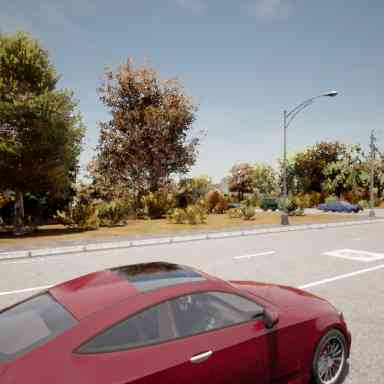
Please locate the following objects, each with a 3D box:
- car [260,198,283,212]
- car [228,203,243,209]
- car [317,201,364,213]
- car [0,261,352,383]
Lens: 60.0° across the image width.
[{"bbox_3d":[12.596,1.870,49.375,2.150,2.045,5.566,0,-3,-32],"label":"car"},{"bbox_3d":[7.241,2.654,57.951,2.128,1.511,4.902,0,-3,-32],"label":"car"},{"bbox_3d":[18.038,1.815,40.678,2.033,1.411,5.357,0,-2,-32],"label":"car"},{"bbox_3d":[-0.202,1.526,3.600,4.674,1.442,1.812,0,0,-35],"label":"car"}]
